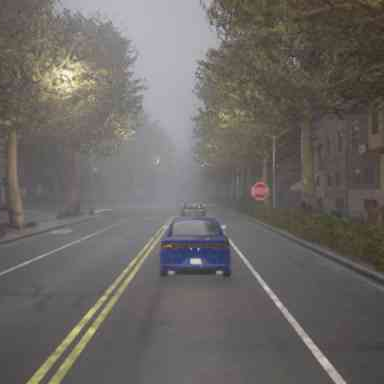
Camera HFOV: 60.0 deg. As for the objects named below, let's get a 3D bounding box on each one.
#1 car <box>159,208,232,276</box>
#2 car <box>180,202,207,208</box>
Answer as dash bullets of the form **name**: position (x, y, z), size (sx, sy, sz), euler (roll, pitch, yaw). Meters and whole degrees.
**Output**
- **car**: position (0.088, 1.481, 10.339), size (1.882, 1.535, 5.008), euler (0, 0, 0)
- **car**: position (0.086, 1.499, 25.648), size (2.128, 1.511, 4.902), euler (0, 0, 0)
